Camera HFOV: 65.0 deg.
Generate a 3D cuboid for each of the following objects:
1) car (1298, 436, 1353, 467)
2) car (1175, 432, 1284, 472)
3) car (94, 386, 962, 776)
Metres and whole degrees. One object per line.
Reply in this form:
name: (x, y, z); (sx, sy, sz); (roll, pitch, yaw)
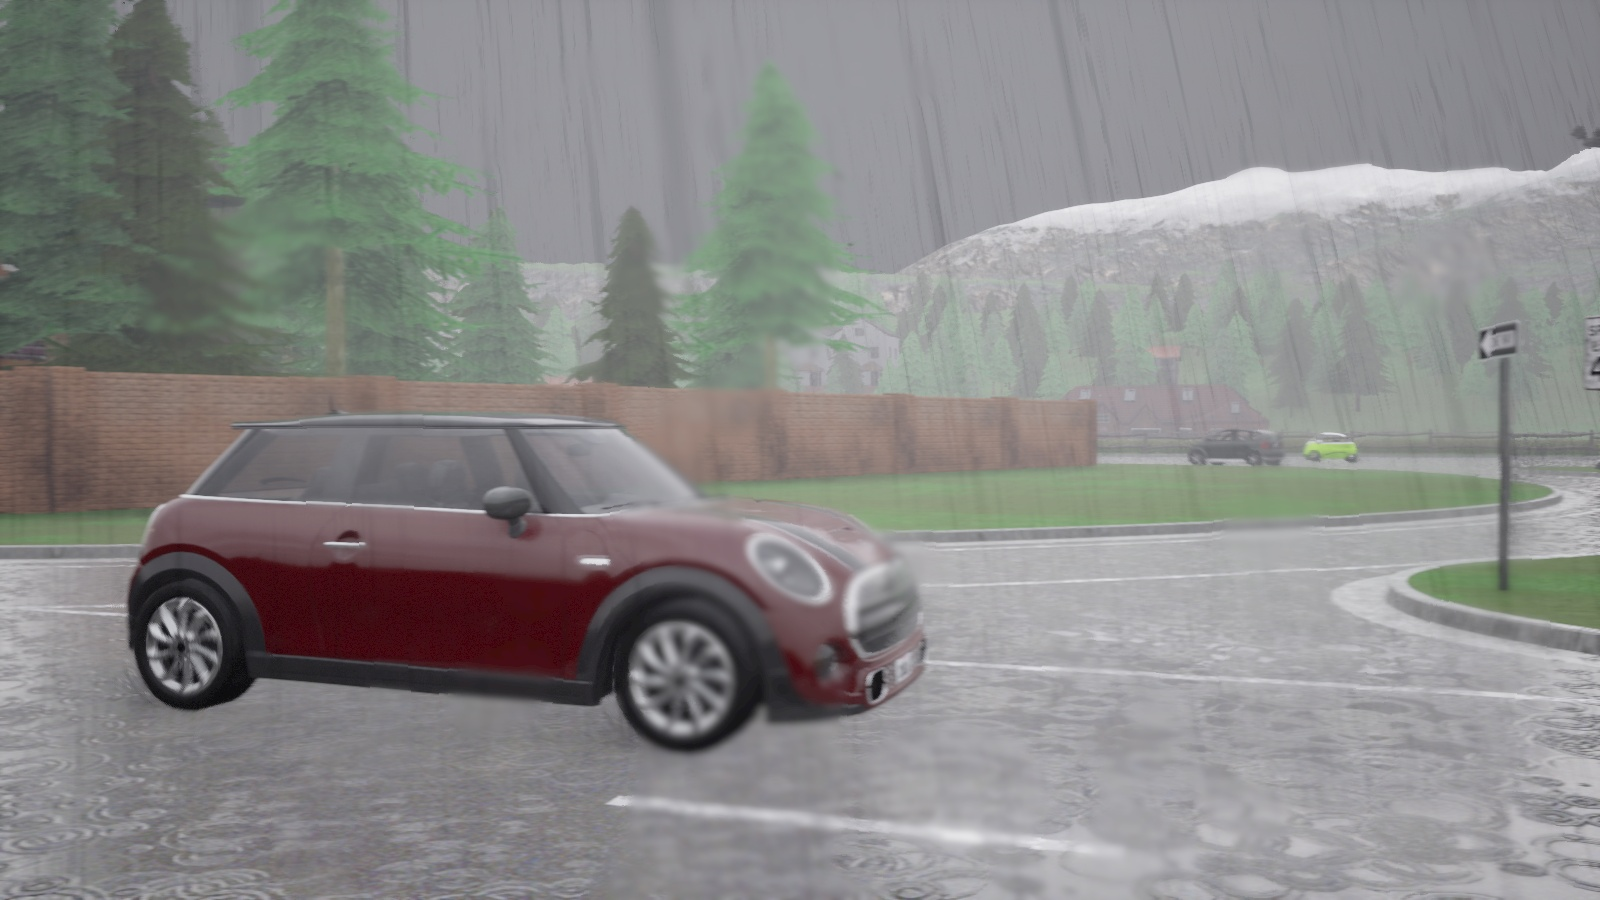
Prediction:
car: (24.046, 0.059, 57.496); (2.207, 1.376, 1.481); (1, 1, 19)
car: (17.219, 0.060, 50.414); (1.789, 1.549, 3.705); (0, 1, -42)
car: (-1.512, 0.552, 7.392); (4.553, 1.767, 2.097); (1, 1, 19)
